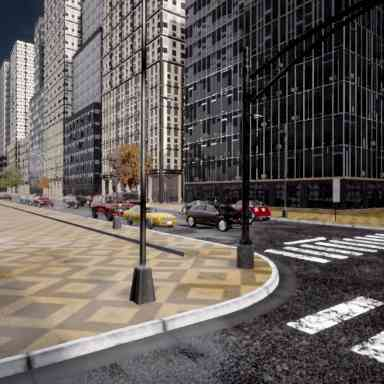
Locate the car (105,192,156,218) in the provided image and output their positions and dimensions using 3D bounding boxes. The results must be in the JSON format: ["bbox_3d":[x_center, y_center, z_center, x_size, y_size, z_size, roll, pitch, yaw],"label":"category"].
[{"bbox_3d":[-5.534,1.075,29.246,2.150,2.045,5.566,0,0,-36],"label":"car"}]

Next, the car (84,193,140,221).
[{"bbox_3d":[-6.159,1.172,25.576,2.192,1.841,5.009,1,0,-36],"label":"car"}]

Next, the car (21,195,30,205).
[{"bbox_3d":[-22.953,1.225,48.451,2.008,1.369,4.403,1,0,-36],"label":"car"}]

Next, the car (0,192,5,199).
[{"bbox_3d":[-46.574,0.808,80.396,1.967,1.590,4.097,1,0,-36],"label":"car"}]

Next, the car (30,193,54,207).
[{"bbox_3d":[-19.579,1.257,43.888,1.887,1.381,4.507,1,0,-36],"label":"car"}]

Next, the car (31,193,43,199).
[{"bbox_3d":[-39.830,0.965,85.369,1.947,1.339,4.313,1,0,-36],"label":"car"}]

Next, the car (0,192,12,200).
[{"bbox_3d":[-39.826,1.006,71.268,1.887,1.381,4.507,1,0,-36],"label":"car"}]

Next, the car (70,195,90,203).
[{"bbox_3d":[-19.585,1.216,57.991,2.008,1.369,4.403,1,0,-36],"label":"car"}]

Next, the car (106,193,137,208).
[{"bbox_3d":[-9.461,1.096,44.304,2.192,1.841,5.009,1,0,-36],"label":"car"}]

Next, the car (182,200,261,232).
[{"bbox_3d":[1.487,1.425,19.748,1.837,1.490,4.892,0,0,-36],"label":"car"}]

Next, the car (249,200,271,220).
[{"bbox_3d":[4.139,1.362,26.129,1.967,1.590,4.097,1,0,-36],"label":"car"}]

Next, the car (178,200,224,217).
[{"bbox_3d":[0.737,1.440,30.676,2.008,1.369,4.403,1,0,-36],"label":"car"}]

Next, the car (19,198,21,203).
[{"bbox_3d":[-26.327,1.185,53.014,2.008,1.369,4.403,1,0,-36],"label":"car"}]

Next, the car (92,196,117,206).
[{"bbox_3d":[-12.939,1.268,49.003,1.752,1.417,4.829,1,0,-36],"label":"car"}]

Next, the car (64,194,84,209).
[{"bbox_3d":[-13.550,1.270,40.130,1.837,1.490,4.892,0,0,-36],"label":"car"}]

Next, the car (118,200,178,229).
[{"bbox_3d":[-2.708,1.416,20.856,1.752,1.417,4.829,1,0,-36],"label":"car"}]

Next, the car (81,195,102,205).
[{"bbox_3d":[-16.211,1.250,53.429,1.887,1.381,4.507,1,0,-36],"label":"car"}]
